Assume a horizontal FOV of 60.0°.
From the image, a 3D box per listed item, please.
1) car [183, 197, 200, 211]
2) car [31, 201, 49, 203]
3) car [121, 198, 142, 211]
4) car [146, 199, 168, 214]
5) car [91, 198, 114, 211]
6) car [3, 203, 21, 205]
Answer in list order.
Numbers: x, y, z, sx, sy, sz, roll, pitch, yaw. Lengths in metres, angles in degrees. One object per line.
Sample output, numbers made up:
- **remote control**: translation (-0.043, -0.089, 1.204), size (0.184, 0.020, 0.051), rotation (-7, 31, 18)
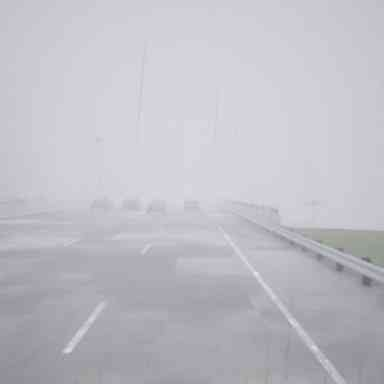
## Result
- **car**: translation (-0.050, 1.396, 40.189), size (1.882, 1.535, 5.008), rotation (0, 0, 0)
- **car**: translation (-21.241, 1.585, 46.350), size (1.895, 1.301, 4.718), rotation (0, 0, 0)
- **car**: translation (-7.049, 1.418, 39.344), size (2.128, 1.511, 4.902), rotation (0, 0, 0)
- **car**: translation (-3.540, 1.465, 34.310), size (2.033, 1.411, 5.357), rotation (0, 0, 0)
- **car**: translation (-10.548, 1.437, 39.403), size (1.837, 1.490, 4.892), rotation (0, 0, 0)
- **car**: translation (-24.732, 1.541, 46.876), size (2.033, 1.411, 5.357), rotation (0, 0, 0)
